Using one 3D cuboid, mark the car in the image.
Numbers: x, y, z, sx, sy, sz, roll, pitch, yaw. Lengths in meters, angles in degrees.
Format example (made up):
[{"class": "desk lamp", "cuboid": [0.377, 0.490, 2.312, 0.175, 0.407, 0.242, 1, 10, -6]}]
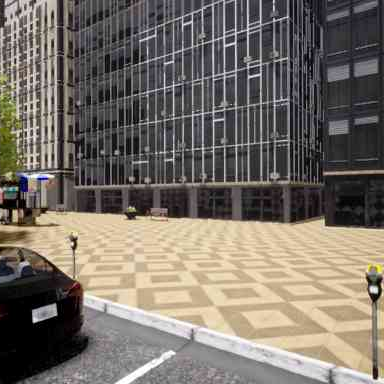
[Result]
[{"class": "car", "cuboid": [-3.553, 1.566, 5.418, 4.313, 1.339, 1.947, 0, 0, 36]}]
